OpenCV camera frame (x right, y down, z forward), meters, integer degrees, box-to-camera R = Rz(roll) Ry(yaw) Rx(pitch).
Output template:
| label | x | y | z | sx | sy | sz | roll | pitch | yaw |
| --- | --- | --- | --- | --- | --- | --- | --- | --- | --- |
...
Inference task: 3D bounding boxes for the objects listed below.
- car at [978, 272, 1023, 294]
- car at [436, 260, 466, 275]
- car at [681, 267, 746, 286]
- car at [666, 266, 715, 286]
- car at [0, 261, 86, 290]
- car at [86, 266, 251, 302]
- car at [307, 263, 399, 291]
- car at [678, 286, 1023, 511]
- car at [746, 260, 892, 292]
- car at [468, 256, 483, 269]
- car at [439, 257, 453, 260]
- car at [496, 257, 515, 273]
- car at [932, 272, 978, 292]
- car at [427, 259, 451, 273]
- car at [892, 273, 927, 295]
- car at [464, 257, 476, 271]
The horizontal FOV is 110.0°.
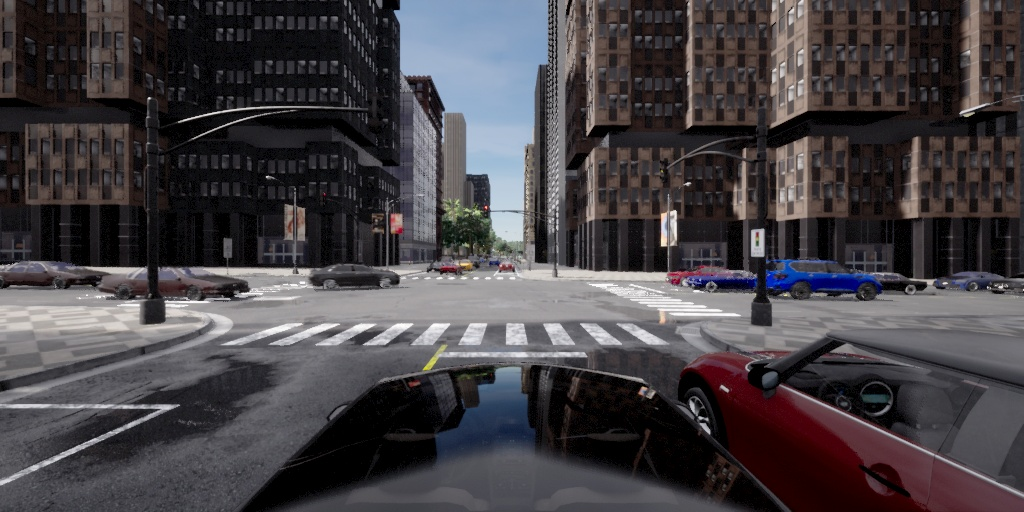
| label | x | y | z | sx | sy | sz | roll | pitch | yaw |
| --- | --- | --- | --- | --- | --- | --- | --- | --- | --- |
| car | 33.100 | 1.755 | 22.519 | 4.892 | 1.490 | 1.837 | 1 | 0 | 0 |
| car | -6.462 | 1.345 | 38.486 | 1.895 | 1.301 | 4.718 | 0 | 0 | 1 |
| car | 13.526 | 1.567 | 22.412 | 4.718 | 1.301 | 1.895 | 1 | 0 | 0 |
| car | 13.644 | 1.442 | 25.669 | 5.008 | 1.535 | 1.882 | 1 | 0 | 0 |
| car | -24.213 | 0.983 | 18.743 | 5.357 | 1.411 | 2.033 | 1 | 0 | 0 |
| car | -14.372 | 1.126 | 15.372 | 5.357 | 1.411 | 2.033 | 1 | 0 | 2 |
| car | -9.133 | 1.152 | 20.949 | 4.892 | 1.490 | 1.837 | 0 | 2 | -29 |
| car | 2.764 | 1.190 | 2.321 | 1.967 | 1.591 | 4.097 | 0 | 0 | 0 |
| car | 16.041 | 1.228 | 18.965 | 5.566 | 2.045 | 2.150 | 1 | 0 | 0 |
| car | -6.557 | 1.010 | 59.219 | 2.150 | 2.045 | 5.566 | 0 | 0 | 0 |
| car | -9.166 | 1.081 | 49.085 | 2.192 | 1.841 | 5.009 | 0 | 0 | 0 |
| car | -0.606 | 1.195 | 43.712 | 1.967 | 1.591 | 4.097 | 0 | 0 | 0 |
| car | 33.112 | 1.811 | 25.775 | 4.181 | 1.385 | 1.994 | 1 | 0 | -1 |
| car | -9.131 | 1.321 | 43.659 | 1.948 | 1.339 | 4.313 | 0 | 0 | 0 |
| car | 22.692 | 1.700 | 22.466 | 4.718 | 1.301 | 1.895 | 1 | 0 | 0 |
| car | -6.497 | 1.244 | 48.881 | 1.882 | 1.535 | 5.008 | 0 | 0 | 0 |
